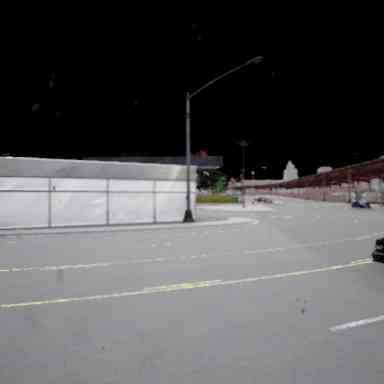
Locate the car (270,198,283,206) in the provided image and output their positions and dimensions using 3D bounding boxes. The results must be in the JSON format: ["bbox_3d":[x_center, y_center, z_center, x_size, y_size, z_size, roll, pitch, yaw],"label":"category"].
[{"bbox_3d":[20.599,2.500,80.181,1.812,1.442,4.674,0,-1,6],"label":"car"}]

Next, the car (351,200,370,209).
[{"bbox_3d":[29.025,2.172,57.300,1.812,1.442,4.674,0,-1,6],"label":"car"}]

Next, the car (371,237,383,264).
[{"bbox_3d":[7.880,1.660,10.524,5.357,1.411,2.033,0,-1,-32],"label":"car"}]

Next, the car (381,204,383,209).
[{"bbox_3d":[32.105,2.084,53.043,1.837,1.490,4.892,0,-1,6],"label":"car"}]
